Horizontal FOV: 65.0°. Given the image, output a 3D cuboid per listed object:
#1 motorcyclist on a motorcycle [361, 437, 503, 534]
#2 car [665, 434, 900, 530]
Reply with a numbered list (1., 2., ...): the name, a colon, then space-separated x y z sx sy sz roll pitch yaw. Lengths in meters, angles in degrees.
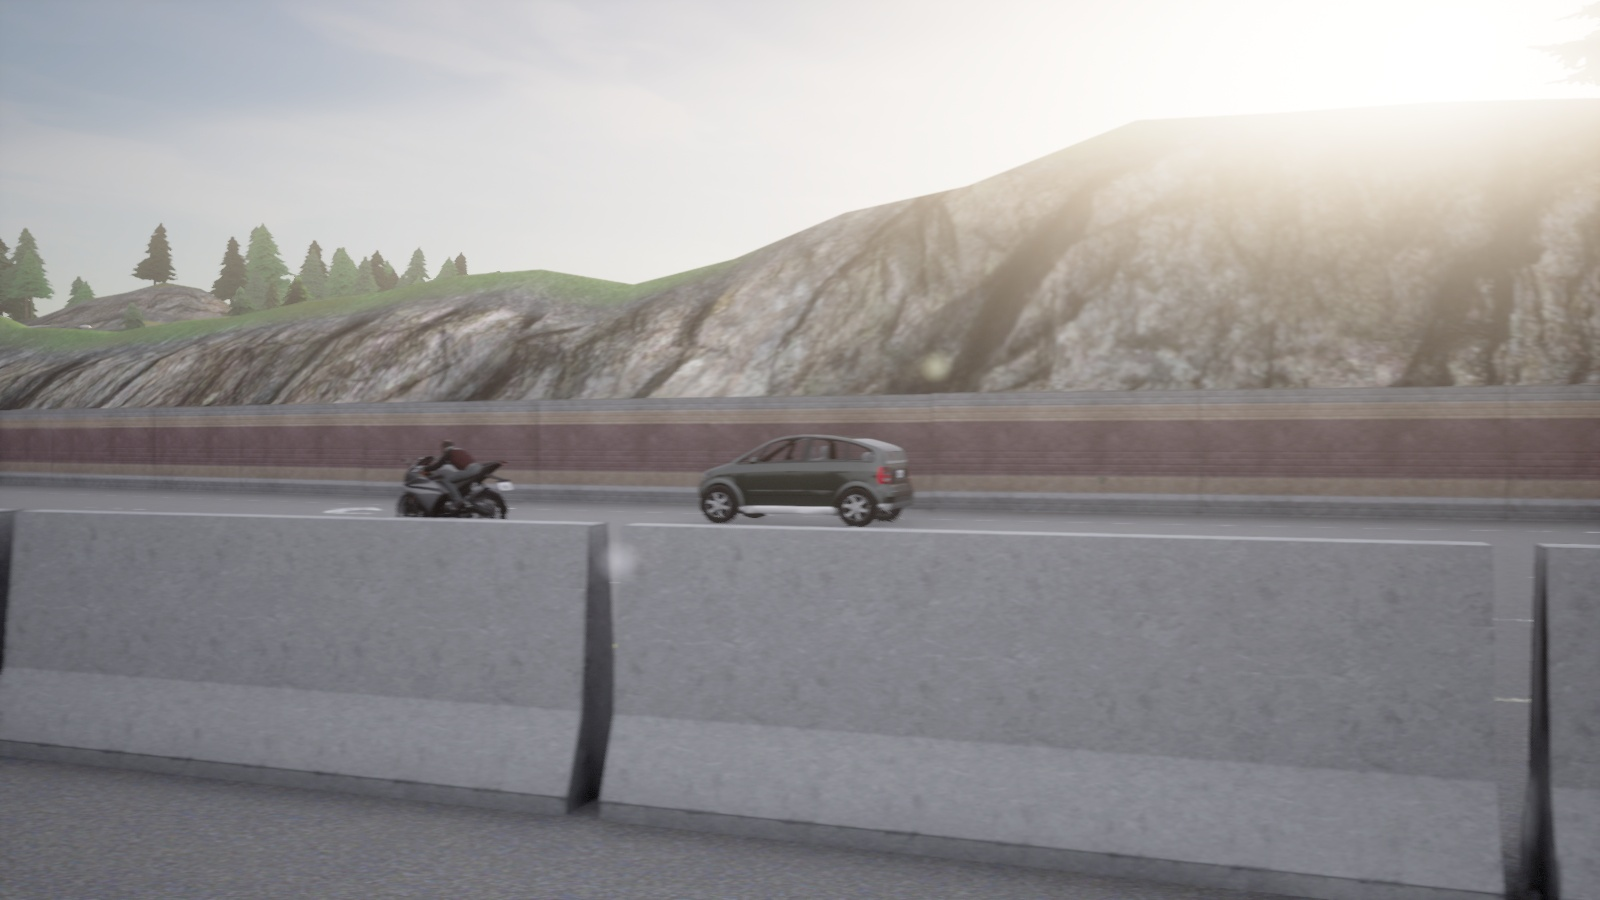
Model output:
1. motorcyclist on a motorcycle: -6.056 0.555 20.654 2.191 1.530 0.866 1 0 24
2. car: -0.297 0.504 22.033 3.705 1.549 1.789 0 1 22
